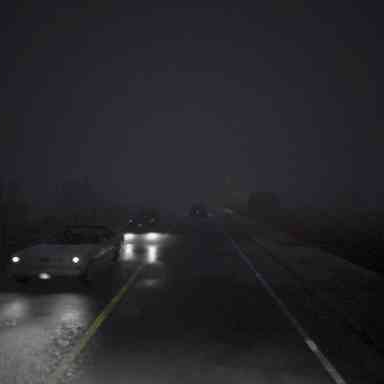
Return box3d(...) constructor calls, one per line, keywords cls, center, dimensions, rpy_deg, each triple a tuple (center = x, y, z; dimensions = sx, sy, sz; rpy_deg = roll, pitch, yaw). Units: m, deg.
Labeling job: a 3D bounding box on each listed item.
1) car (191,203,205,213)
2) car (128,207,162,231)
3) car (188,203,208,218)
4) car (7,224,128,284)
box3d(cls="car", center=(0.818, 2.150, 45.782), dimensions=(1.895, 1.301, 4.718), rpy_deg=(0, -1, 1))
box3d(cls="car", center=(-3.149, 1.795, 22.885), dimensions=(1.812, 1.442, 4.674), rpy_deg=(0, -1, 1))
box3d(cls="car", center=(0.647, 1.990, 35.524), dimensions=(1.994, 1.385, 4.181), rpy_deg=(0, -1, 2))
box3d(cls="car", center=(-3.454, 1.717, 10.072), dimensions=(1.895, 1.301, 4.718), rpy_deg=(0, -1, 1))
